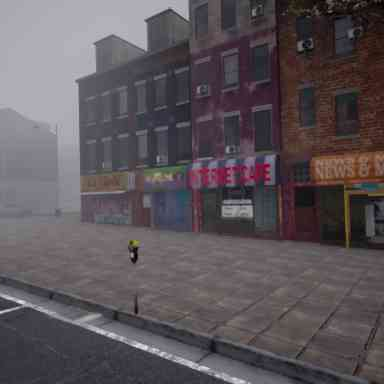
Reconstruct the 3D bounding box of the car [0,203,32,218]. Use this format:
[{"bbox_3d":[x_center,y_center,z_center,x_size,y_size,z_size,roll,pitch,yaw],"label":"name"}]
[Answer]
[{"bbox_3d":[-16.250,1.630,28.973,1.994,1.385,4.181,-2,-1,36],"label":"car"}]
